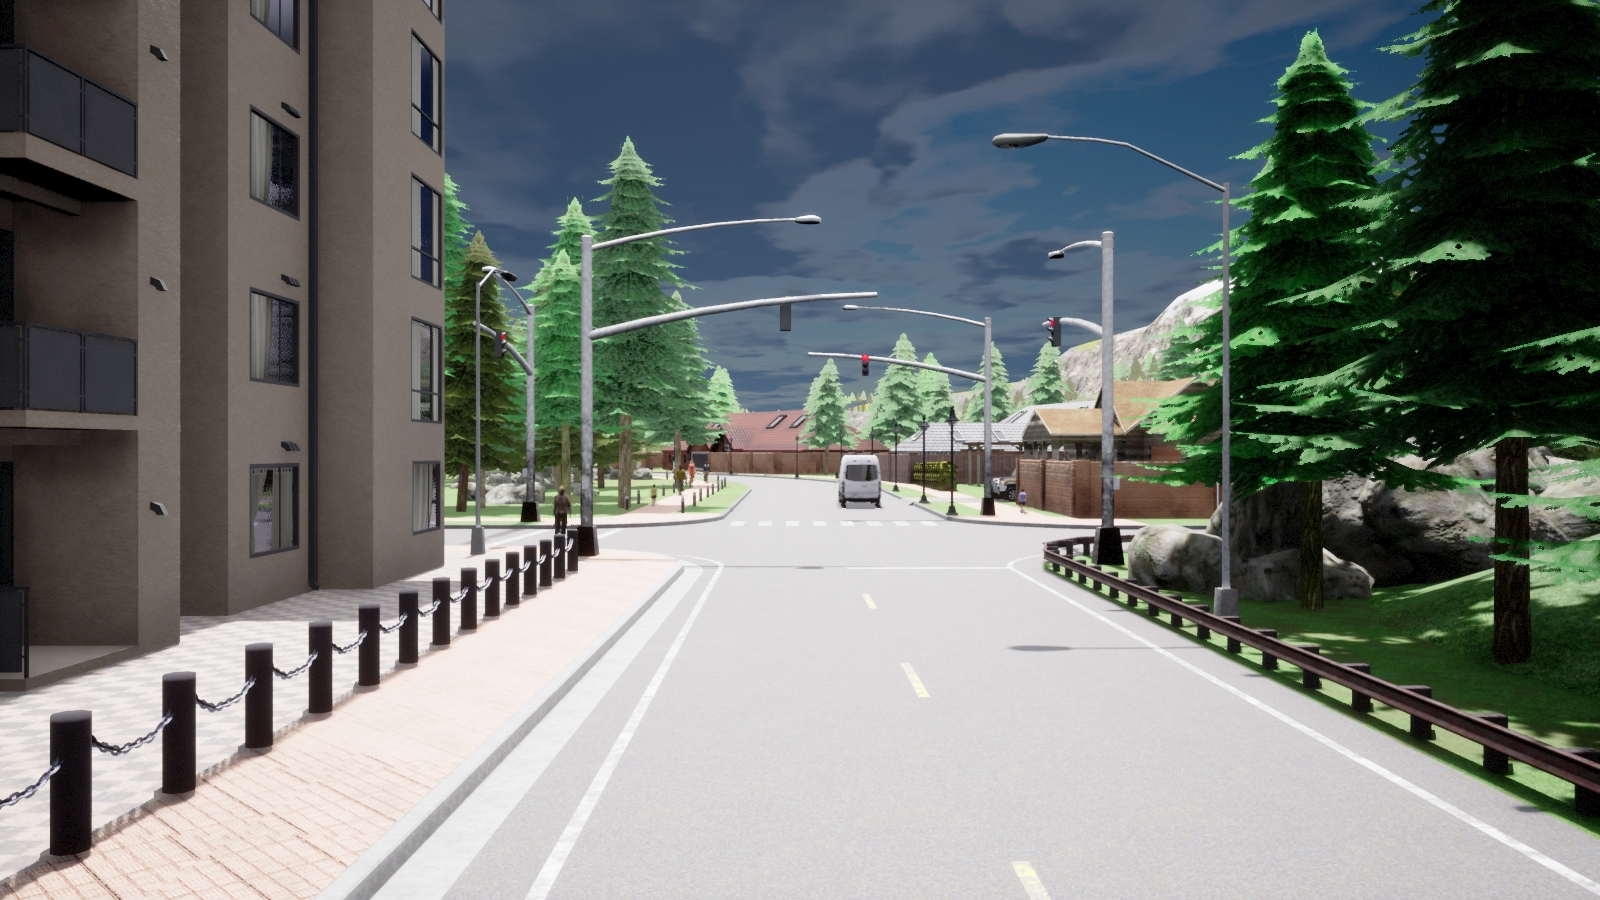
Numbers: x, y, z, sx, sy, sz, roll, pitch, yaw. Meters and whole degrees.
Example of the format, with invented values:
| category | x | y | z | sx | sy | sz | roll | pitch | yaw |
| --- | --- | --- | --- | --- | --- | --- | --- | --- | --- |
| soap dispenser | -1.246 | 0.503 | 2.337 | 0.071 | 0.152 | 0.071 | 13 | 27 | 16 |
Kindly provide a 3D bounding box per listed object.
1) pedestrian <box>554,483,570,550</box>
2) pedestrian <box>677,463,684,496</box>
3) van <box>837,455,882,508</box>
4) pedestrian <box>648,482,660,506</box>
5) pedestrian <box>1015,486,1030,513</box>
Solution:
| category | x | y | z | sx | sy | sz | roll | pitch | yaw |
| --- | --- | --- | --- | --- | --- | --- | --- | --- | --- |
| pedestrian | -6.664 | 1.849 | 31.995 | 0.375 | 1.860 | 0.375 | 0 | 0 | -2 |
| pedestrian | -6.863 | 1.703 | 65.434 | 0.375 | 1.860 | 0.375 | 0 | 0 | -1 |
| van | 2.979 | 1.536 | 58.150 | 1.988 | 2.561 | 5.915 | 0 | 0 | 0 |
| pedestrian | -6.821 | 2.076 | 53.403 | 0.500 | 1.100 | 0.500 | 0 | 0 | -1 |
| pedestrian | 9.284 | 2.078 | 47.725 | 0.500 | 1.100 | 0.500 | 0 | 0 | -5 |
